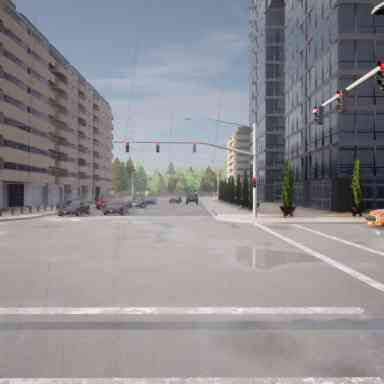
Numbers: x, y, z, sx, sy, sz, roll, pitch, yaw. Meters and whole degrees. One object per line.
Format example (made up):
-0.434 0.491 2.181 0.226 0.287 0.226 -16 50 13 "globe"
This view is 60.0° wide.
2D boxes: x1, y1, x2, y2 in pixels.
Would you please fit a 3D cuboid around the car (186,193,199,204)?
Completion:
0.049 1.221 61.916 2.150 2.045 5.566 0 0 1 "car"

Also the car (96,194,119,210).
-10.872 1.224 43.543 2.150 2.045 5.566 0 0 0 "car"

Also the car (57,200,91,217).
-10.882 1.505 30.940 1.837 1.490 4.892 0 0 0 "car"

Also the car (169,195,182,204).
-3.420 1.526 64.362 1.812 1.442 4.674 0 0 1 "car"

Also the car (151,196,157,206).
-7.193 1.478 56.619 1.882 1.535 5.008 0 0 1 "car"

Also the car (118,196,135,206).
-10.723 1.478 54.768 1.882 1.535 5.008 0 0 1 "car"

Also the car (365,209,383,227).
13.583 1.407 21.217 4.553 1.767 2.097 0 0 0 "car"

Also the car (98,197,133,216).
-7.396 1.504 32.739 1.837 1.490 4.892 0 0 0 "car"

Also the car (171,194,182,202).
-3.396 1.355 74.380 2.097 1.767 4.553 0 0 1 "car"

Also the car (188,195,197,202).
0.112 1.500 74.656 1.837 1.490 4.892 0 0 1 "car"

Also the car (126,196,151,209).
-7.348 1.493 44.986 2.128 1.511 4.902 0 0 1 "car"
